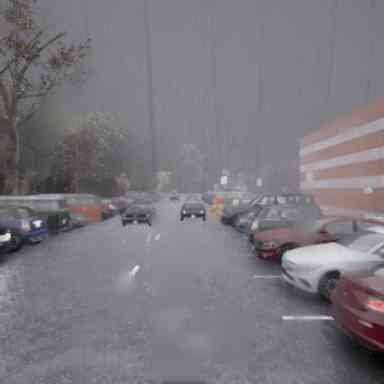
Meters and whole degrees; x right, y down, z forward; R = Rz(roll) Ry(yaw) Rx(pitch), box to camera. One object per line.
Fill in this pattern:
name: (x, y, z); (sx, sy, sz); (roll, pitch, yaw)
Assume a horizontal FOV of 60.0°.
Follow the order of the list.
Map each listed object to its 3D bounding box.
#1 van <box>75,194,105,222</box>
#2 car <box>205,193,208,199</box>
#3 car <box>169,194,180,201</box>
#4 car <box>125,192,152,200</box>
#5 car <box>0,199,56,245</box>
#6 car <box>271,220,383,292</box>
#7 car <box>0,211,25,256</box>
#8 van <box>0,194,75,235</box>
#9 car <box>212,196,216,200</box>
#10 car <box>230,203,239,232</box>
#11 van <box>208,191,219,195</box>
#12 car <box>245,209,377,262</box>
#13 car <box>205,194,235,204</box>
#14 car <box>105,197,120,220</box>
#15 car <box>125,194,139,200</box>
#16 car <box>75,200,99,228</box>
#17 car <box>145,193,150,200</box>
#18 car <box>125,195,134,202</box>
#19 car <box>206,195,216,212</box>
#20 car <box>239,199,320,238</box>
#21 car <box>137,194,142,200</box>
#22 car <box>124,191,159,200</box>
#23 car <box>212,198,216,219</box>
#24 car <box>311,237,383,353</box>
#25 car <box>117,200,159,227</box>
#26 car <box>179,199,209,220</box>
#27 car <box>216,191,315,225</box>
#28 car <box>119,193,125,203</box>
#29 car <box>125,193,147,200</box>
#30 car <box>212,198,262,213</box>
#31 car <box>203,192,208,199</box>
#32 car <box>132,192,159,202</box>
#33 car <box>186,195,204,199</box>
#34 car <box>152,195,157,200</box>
van: (-8.277, 1.132, 21.568); (4.442, 1.987, 1.878); (0, 0, 0)
car: (4.400, 1.206, 44.242); (4.674, 1.452, 2.002); (0, 1, 0)
car: (-3.288, 1.090, 64.030); (1.895, 1.301, 4.718); (0, 1, 0)
car: (-8.167, 1.168, 44.156); (4.892, 1.521, 2.231); (0, 1, 0)
car: (-8.129, 1.305, 12.972); (4.553, 1.767, 2.185); (0, 0, 0)
car: (4.415, 1.517, 7.509); (4.674, 1.452, 2.002); (0, 0, 0)
car: (-8.192, 1.483, 10.275); (4.792, 1.488, 2.163); (0, 1, 0)
van: (-8.278, 1.180, 15.918); (4.442, 1.987, 1.878); (0, 1, 0)
car: (4.590, 1.307, 27.288); (5.366, 1.575, 1.946); (0, 0, 0)
car: (4.406, 1.445, 15.986); (4.674, 1.452, 2.002); (0, 0, 0)
van: (4.284, 1.012, 35.763); (4.442, 1.987, 1.878); (0, 0, 0)
car: (4.417, 1.453, 10.334); (5.008, 1.535, 2.097); (0, 0, 0)
car: (4.397, 1.128, 52.720); (4.674, 1.452, 2.002); (0, 1, 0)
car: (-8.168, 1.335, 24.267); (5.008, 1.535, 2.097); (0, 0, 0)
car: (-8.170, 1.263, 32.737); (5.008, 1.535, 2.097); (0, 0, 0)
car: (-8.167, 1.383, 18.744); (4.892, 1.521, 2.231); (0, 0, 0)
car: (-8.165, 1.191, 41.332); (5.008, 1.535, 2.097); (0, 0, 0)
car: (-8.160, 1.287, 29.913); (5.008, 1.535, 2.097); (0, 1, 0)
car: (4.218, 1.283, 30.114); (5.366, 1.575, 1.946); (0, 0, 0)
car: (4.379, 1.303, 13.159); (4.553, 1.767, 2.185); (0, 0, 0)
car: (-8.196, 1.268, 35.685); (4.792, 1.488, 2.163); (0, 1, 0)
car: (-8.151, 0.839, 52.500); (5.566, 2.045, 2.435); (0, 1, 0)
car: (4.221, 1.354, 21.636); (5.366, 1.575, 1.946); (0, 0, 0)
car: (4.411, 1.536, 4.674); (4.674, 1.452, 2.002); (0, 0, 0)
car: (-3.359, 1.475, 22.007); (1.895, 1.301, 4.718); (0, 0, 0)
car: (0.086, 1.441, 25.976); (1.895, 1.301, 4.718); (0, 0, 0)
car: (4.380, 1.130, 18.809); (5.566, 2.045, 2.435); (0, 0, 0)
car: (-8.194, 1.186, 27.089); (4.553, 1.767, 2.185); (0, 0, 0)
car: (-8.164, 1.215, 38.509); (5.008, 1.535, 2.097); (0, 1, 0)
car: (4.405, 1.302, 32.939); (4.674, 1.452, 2.002); (0, 0, 0)
car: (4.401, 1.116, 49.892); (5.008, 1.535, 2.097); (0, 1, 0)
car: (-8.118, 0.900, 58.281); (4.553, 1.767, 2.185); (0, 0, 0)
car: (0.082, 1.269, 41.908); (1.994, 1.385, 4.181); (0, 0, 0)
car: (-8.184, 1.117, 49.803); (4.892, 1.521, 2.231); (0, 1, 0)
